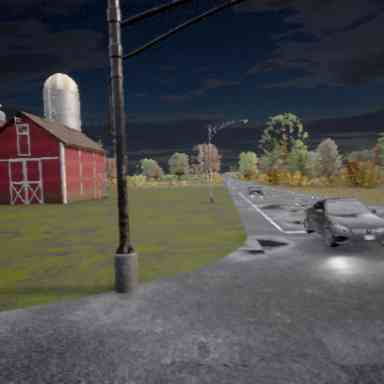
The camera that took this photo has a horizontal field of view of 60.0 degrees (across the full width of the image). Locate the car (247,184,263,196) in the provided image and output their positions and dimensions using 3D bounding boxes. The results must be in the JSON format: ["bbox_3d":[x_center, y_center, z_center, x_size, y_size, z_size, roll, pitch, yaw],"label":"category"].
[{"bbox_3d":[8.426,-0.367,45.004,2.033,1.411,5.357,-2,2,5],"label":"car"}]

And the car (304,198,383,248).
[{"bbox_3d":[5.318,0.955,11.880,1.812,1.442,4.674,-2,2,5],"label":"car"}]
